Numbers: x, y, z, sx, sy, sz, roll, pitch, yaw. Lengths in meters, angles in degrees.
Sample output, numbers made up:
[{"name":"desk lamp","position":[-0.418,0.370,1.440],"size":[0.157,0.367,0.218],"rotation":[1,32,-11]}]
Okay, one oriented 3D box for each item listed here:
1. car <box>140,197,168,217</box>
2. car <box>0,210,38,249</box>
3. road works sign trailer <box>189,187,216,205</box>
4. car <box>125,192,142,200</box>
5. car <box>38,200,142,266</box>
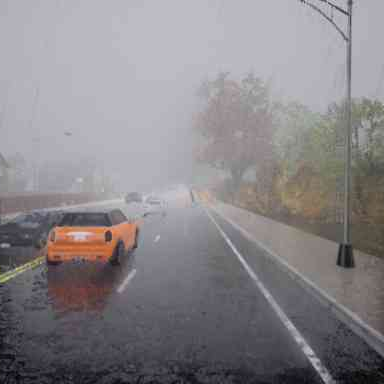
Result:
[{"name":"car","position":[-3.154,1.404,29.600],"size":[1.812,1.442,4.674],"rotation":[0,0,0]},{"name":"car","position":[-6.600,1.491,14.425],"size":[2.033,1.411,5.357],"rotation":[0,0,0]},{"name":"road works sign trailer","position":[1.010,0.745,48.205],"size":[2.880,2.380,3.560],"rotation":[-33,-24,34]},{"name":"car","position":[-9.794,0.969,56.165],"size":[2.150,2.045,5.566],"rotation":[0,0,1]},{"name":"car","position":[-3.149,1.308,11.468],"size":[2.097,1.767,4.553],"rotation":[0,0,0]}]
